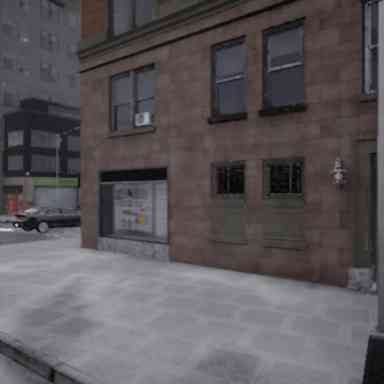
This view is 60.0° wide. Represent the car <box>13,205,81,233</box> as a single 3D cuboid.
[{"bbox_3d":[-8.306,1.608,20.442,1.837,1.490,4.892,0,0,35],"label":"car"}]

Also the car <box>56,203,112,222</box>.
[{"bbox_3d":[-9.250,1.718,28.903,1.947,1.339,4.313,-1,-1,35],"label":"car"}]
